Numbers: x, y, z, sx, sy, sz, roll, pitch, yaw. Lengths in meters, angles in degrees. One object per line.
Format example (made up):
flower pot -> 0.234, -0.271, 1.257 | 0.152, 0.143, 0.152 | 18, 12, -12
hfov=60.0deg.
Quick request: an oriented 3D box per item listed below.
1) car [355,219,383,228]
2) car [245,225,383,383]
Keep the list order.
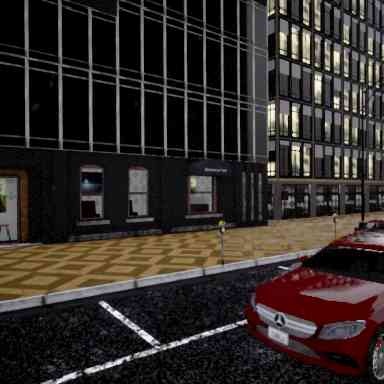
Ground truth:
car -> 6.595, 1.580, 11.242 | 4.206, 1.307, 1.802 | 0, 0, -35
car -> 2.967, 1.525, 5.481 | 4.674, 1.442, 1.812 | 0, 0, -35
